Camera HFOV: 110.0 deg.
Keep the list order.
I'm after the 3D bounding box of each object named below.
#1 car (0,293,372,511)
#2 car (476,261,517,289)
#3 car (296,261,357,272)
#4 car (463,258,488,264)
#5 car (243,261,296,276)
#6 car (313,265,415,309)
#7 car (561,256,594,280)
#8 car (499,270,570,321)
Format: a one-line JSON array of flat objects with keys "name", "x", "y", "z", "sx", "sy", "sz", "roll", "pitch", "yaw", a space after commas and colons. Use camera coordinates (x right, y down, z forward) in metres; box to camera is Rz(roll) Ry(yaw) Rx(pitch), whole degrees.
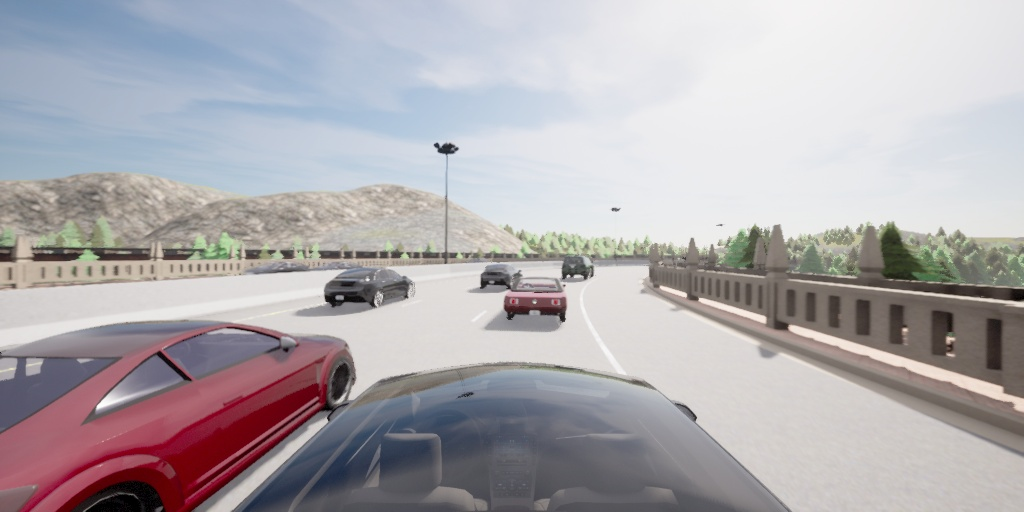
[{"name": "car", "x": -3.236, "y": 1.298, "z": 3.441, "sx": 1.994, "sy": 1.385, "sz": 4.181, "roll": 0, "pitch": 0, "yaw": 1}, {"name": "car", "x": -0.592, "y": 1.247, "z": 22.723, "sx": 1.837, "sy": 1.490, "sz": 4.892, "roll": 0, "pitch": 0, "yaw": 13}, {"name": "car", "x": -13.804, "y": 1.170, "z": 28.126, "sx": 2.128, "sy": 1.511, "sz": 4.902, "roll": 0, "pitch": 0, "yaw": 15}, {"name": "car", "x": -4.378, "y": 1.069, "z": 43.869, "sx": 2.097, "sy": 1.767, "sz": 4.553, "roll": 0, "pitch": 0, "yaw": 25}, {"name": "car", "x": -17.676, "y": 1.151, "z": 27.180, "sx": 2.128, "sy": 1.511, "sz": 4.902, "roll": 0, "pitch": 0, "yaw": 15}, {"name": "car", "x": -5.713, "y": 1.224, "z": 14.989, "sx": 1.837, "sy": 1.490, "sz": 4.892, "roll": 0, "pitch": 0, "yaw": 8}, {"name": "car", "x": 5.916, "y": 0.993, "z": 31.871, "sx": 2.150, "sy": 2.045, "sz": 5.566, "roll": 0, "pitch": 0, "yaw": 21}, {"name": "car", "x": 0.947, "y": 1.353, "z": 12.550, "sx": 1.895, "sy": 1.301, "sz": 4.718, "roll": 0, "pitch": 0, "yaw": 7}]
